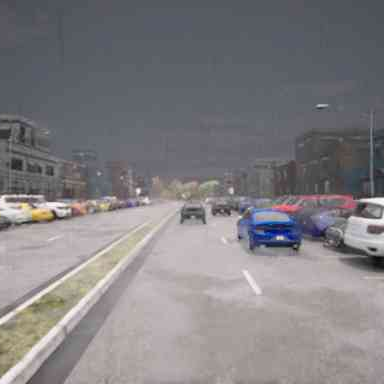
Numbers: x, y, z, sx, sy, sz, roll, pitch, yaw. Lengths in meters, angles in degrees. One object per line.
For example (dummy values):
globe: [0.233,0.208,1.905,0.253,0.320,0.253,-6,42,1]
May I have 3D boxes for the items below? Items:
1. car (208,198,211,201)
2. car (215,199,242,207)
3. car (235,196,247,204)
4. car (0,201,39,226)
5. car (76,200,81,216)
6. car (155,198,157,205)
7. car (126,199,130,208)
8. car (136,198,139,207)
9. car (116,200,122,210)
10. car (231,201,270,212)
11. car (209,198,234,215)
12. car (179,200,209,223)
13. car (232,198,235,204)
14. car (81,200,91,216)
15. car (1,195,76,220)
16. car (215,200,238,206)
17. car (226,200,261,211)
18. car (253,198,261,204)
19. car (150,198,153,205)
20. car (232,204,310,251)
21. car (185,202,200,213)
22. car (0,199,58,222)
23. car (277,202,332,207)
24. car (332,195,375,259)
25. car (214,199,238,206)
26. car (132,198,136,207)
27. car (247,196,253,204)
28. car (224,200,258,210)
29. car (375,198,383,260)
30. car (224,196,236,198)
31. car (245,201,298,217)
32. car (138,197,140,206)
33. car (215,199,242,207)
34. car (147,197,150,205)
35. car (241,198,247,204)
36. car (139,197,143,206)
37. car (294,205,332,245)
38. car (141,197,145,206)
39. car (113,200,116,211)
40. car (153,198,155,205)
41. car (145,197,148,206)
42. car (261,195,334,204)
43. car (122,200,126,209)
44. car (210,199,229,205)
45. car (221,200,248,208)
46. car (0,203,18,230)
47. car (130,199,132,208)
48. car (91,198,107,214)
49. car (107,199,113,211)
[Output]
car: [7.510,2.348,81.856,5.566,2.045,2.435,0,-1,0]
car: [7.389,2.284,68.063,5.366,1.575,1.946,0,-1,0]
car: [7.634,1.580,37.742,4.553,1.767,2.185,0,-1,0]
car: [-12.830,1.521,21.435,4.674,1.452,2.002,0,0,0]
car: [-12.823,1.608,29.762,4.674,1.452,2.002,0,-1,0]
car: [-12.952,2.812,91.010,5.366,1.575,1.946,0,-1,0]
car: [-12.797,1.969,51.988,4.892,1.521,2.231,0,-1,0]
car: [-12.802,2.137,60.448,4.892,1.521,2.231,0,-1,0]
car: [-12.780,1.892,46.430,4.792,1.488,2.163,0,-1,0]
car: [7.595,1.842,43.253,4.674,1.452,2.002,0,-1,0]
car: [3.064,1.701,36.072,1.837,1.490,4.892,0,-1,0]
car: [0.075,1.550,25.575,1.837,1.490,4.892,0,-1,0]
car: [7.630,1.783,40.497,4.792,1.488,2.163,0,-1,0]
car: [-12.791,1.486,32.542,4.553,1.767,2.185,0,-1,0]
car: [-12.799,1.281,26.991,5.566,2.045,2.435,0,-1,0]
car: [7.592,2.438,73.581,4.792,1.488,2.163,0,-1,0]
car: [7.563,1.931,48.768,4.792,1.488,2.163,0,-1,0]
car: [7.588,1.259,23.965,5.566,2.045,2.435,0,-1,0]
car: [-12.806,2.304,79.901,5.566,2.045,2.435,0,-1,0]
car: [3.086,1.466,14.131,1.882,1.535,5.008,0,0,0]
car: [0.059,1.905,42.206,1.895,1.301,4.718,0,-1,0]
car: [-13.016,1.501,24.209,5.366,1.575,1.946,0,-1,0]
car: [7.616,1.475,18.453,5.008,1.535,2.097,0,0,0]
car: [7.658,1.219,10.188,5.566,2.045,2.435,0,0,0]
car: [7.740,2.468,76.339,5.366,1.575,1.946,0,-1,0]
car: [-12.793,2.080,57.669,5.008,1.535,2.097,0,-1,0]
car: [7.586,1.288,26.722,5.566,2.045,2.435,0,-1,0]
car: [7.585,1.953,51.524,5.008,1.535,2.097,0,-1,0]
car: [7.604,1.221,7.431,5.566,2.045,2.435,0,0,0]
car: [7.624,1.600,46.015,5.566,2.045,2.435,0,-1,0]
car: [7.606,1.653,32.228,4.674,1.452,2.002,0,-1,0]
car: [-12.791,2.231,63.101,4.674,1.452,2.002,0,-1,0]
car: [7.756,2.344,70.826,5.366,1.575,1.946,0,-1,0]
car: [-12.812,2.367,77.086,4.553,1.767,2.185,0,-1,0]
car: [7.426,1.568,29.471,5.366,1.575,1.946,0,-1,0]
car: [-12.820,2.278,65.879,4.792,1.488,2.163,0,-1,0]
car: [7.654,1.500,15.701,4.792,1.488,2.163,0,0,0]
car: [-12.795,2.309,68.659,4.892,1.521,2.231,0,-1,0]
car: [-12.784,1.685,43.662,4.553,1.767,2.185,0,-1,0]
car: [-12.743,2.713,85.454,4.792,1.488,2.163,0,-1,0]
car: [-12.780,2.468,74.213,4.674,1.452,2.002,0,-1,0]
car: [7.591,1.240,21.212,5.566,2.045,2.435,0,0,0]
car: [-12.812,1.914,49.208,5.008,1.535,2.097,0,-1,0]
car: [7.509,2.803,90.119,5.008,1.535,2.097,0,-1,0]
car: [7.579,2.156,59.829,4.674,1.452,2.002,0,-1,0]
car: [-12.838,1.507,18.778,4.674,1.452,2.002,0,0,0]
car: [-12.830,2.051,54.765,4.792,1.488,2.163,0,-1,0]
car: [-12.823,1.712,38.219,4.892,1.521,2.231,0,-1,0]
car: [-13.000,1.759,40.999,5.366,1.575,1.946,0,-1,0]
